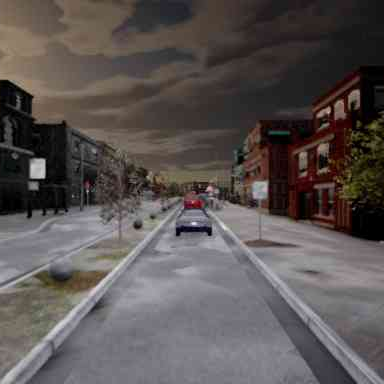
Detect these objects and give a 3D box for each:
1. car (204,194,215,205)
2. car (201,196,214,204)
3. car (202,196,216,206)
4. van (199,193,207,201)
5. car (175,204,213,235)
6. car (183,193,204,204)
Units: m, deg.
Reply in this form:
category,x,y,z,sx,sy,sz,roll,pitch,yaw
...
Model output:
category,x,y,z,sx,sy,sz,roll,pitch,yaw
car,2.995,1.554,53.503,2.231,1.521,4.892,0,0,0
car,2.994,1.583,64.708,2.163,1.488,4.792,0,0,0
car,2.994,1.555,59.150,2.231,1.521,4.892,0,0,0
van,2.994,1.330,92.279,1.878,1.987,4.442,0,0,0
car,0.099,1.585,18.986,1.994,1.385,4.181,0,0,0
car,0.098,1.285,42.576,2.150,2.045,5.566,0,0,0
